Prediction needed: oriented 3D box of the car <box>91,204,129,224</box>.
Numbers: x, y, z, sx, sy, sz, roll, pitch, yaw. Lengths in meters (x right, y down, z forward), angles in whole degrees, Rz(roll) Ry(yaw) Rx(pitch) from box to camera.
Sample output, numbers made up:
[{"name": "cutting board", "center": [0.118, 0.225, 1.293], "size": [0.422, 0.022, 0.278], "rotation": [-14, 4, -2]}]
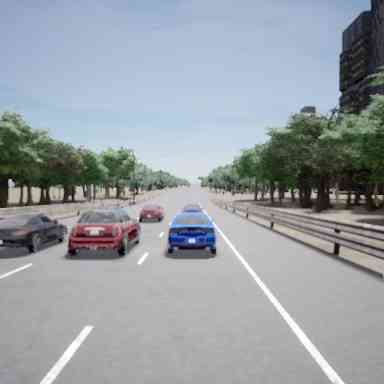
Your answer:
[{"name": "car", "center": [-6.998, 1.830, 28.987], "size": [2.033, 1.411, 5.357], "rotation": [0, 0, 0]}]

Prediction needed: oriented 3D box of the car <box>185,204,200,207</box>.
[{"name": "car", "center": [0.006, 1.813, 29.390], "size": [1.812, 1.442, 4.674], "rotation": [0, 0, 0]}]

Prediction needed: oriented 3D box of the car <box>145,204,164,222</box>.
[{"name": "car", "center": [-3.493, 1.812, 29.382], "size": [1.812, 1.442, 4.674], "rotation": [0, 0, 0]}]

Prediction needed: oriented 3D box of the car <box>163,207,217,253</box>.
[{"name": "car", "center": [0.007, 1.628, 14.481], "size": [1.882, 1.535, 5.008], "rotation": [0, 0, 0]}]

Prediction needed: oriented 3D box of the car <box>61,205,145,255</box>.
[{"name": "car", "center": [-3.496, 1.496, 14.067], "size": [2.097, 1.767, 4.553], "rotation": [0, -1, 0]}]

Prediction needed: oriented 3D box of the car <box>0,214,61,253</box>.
[{"name": "car", "center": [-6.994, 1.674, 14.381], "size": [1.812, 1.442, 4.674], "rotation": [0, 0, 0]}]
